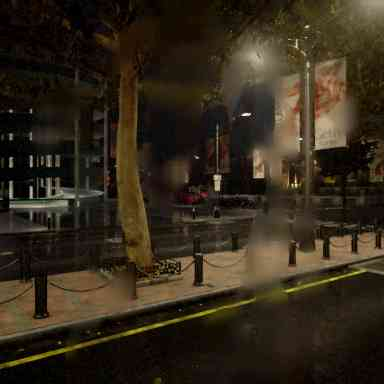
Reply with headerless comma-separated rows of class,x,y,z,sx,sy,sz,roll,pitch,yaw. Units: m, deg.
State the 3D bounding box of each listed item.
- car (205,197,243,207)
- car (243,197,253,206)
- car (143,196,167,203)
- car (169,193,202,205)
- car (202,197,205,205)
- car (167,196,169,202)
car,4.743,1.547,50.619,2.033,1.411,5.357,0,0,-35
car,7.500,1.491,52.763,2.128,1.511,4.902,0,0,-35
car,-7.826,1.478,66.762,5.008,1.535,1.882,0,0,42
car,-1.166,1.221,58.921,2.150,2.045,5.566,0,0,-36
car,1.854,1.547,60.713,2.033,1.411,5.357,0,0,-36
car,-4.461,1.526,68.535,1.812,1.442,4.674,0,0,-44
